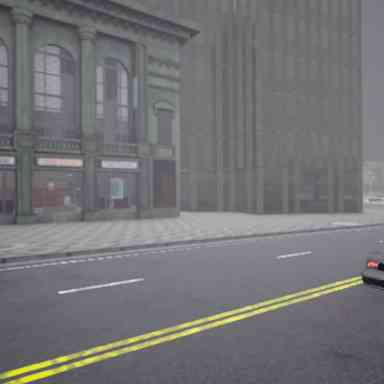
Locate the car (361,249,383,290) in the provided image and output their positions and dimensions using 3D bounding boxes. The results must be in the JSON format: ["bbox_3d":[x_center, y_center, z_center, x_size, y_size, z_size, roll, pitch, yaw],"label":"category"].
[{"bbox_3d":[6.169,1.605,7.903,5.357,1.411,2.033,1,0,-35],"label":"car"}]
